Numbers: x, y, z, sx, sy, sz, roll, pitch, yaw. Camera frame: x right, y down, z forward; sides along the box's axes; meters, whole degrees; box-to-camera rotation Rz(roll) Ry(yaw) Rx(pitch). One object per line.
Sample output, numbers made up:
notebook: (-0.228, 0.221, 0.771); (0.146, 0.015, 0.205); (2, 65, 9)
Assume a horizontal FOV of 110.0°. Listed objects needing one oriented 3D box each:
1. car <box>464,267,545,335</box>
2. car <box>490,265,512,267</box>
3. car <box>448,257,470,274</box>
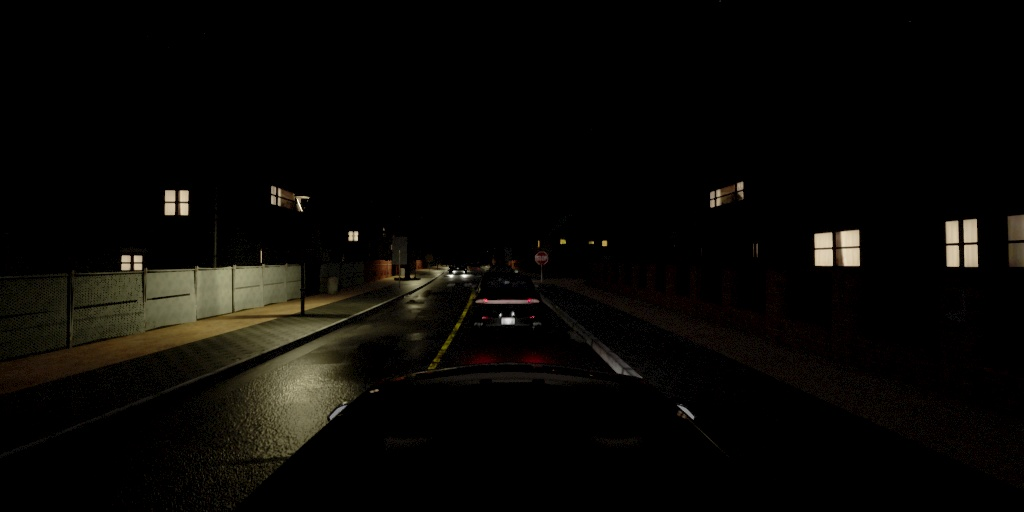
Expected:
car: (-0.188, 1.253, 10.508); (2.128, 1.511, 4.902); (0, 0, -2)
car: (-0.671, 1.301, 22.756); (1.837, 1.490, 4.892); (0, 0, 0)
car: (-6.651, 1.113, 44.435); (2.150, 2.045, 5.566); (0, 0, -7)
